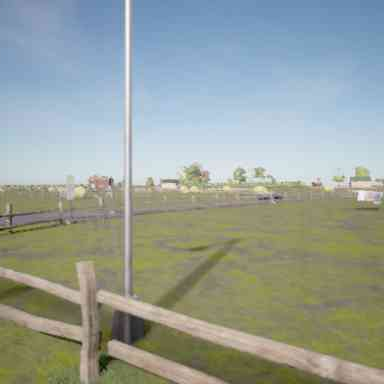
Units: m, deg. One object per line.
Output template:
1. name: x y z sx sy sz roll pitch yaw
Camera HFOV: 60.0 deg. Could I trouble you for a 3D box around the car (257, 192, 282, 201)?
1. car: 11.972 0.672 51.649 4.718 1.301 1.895 -1 1 -44
